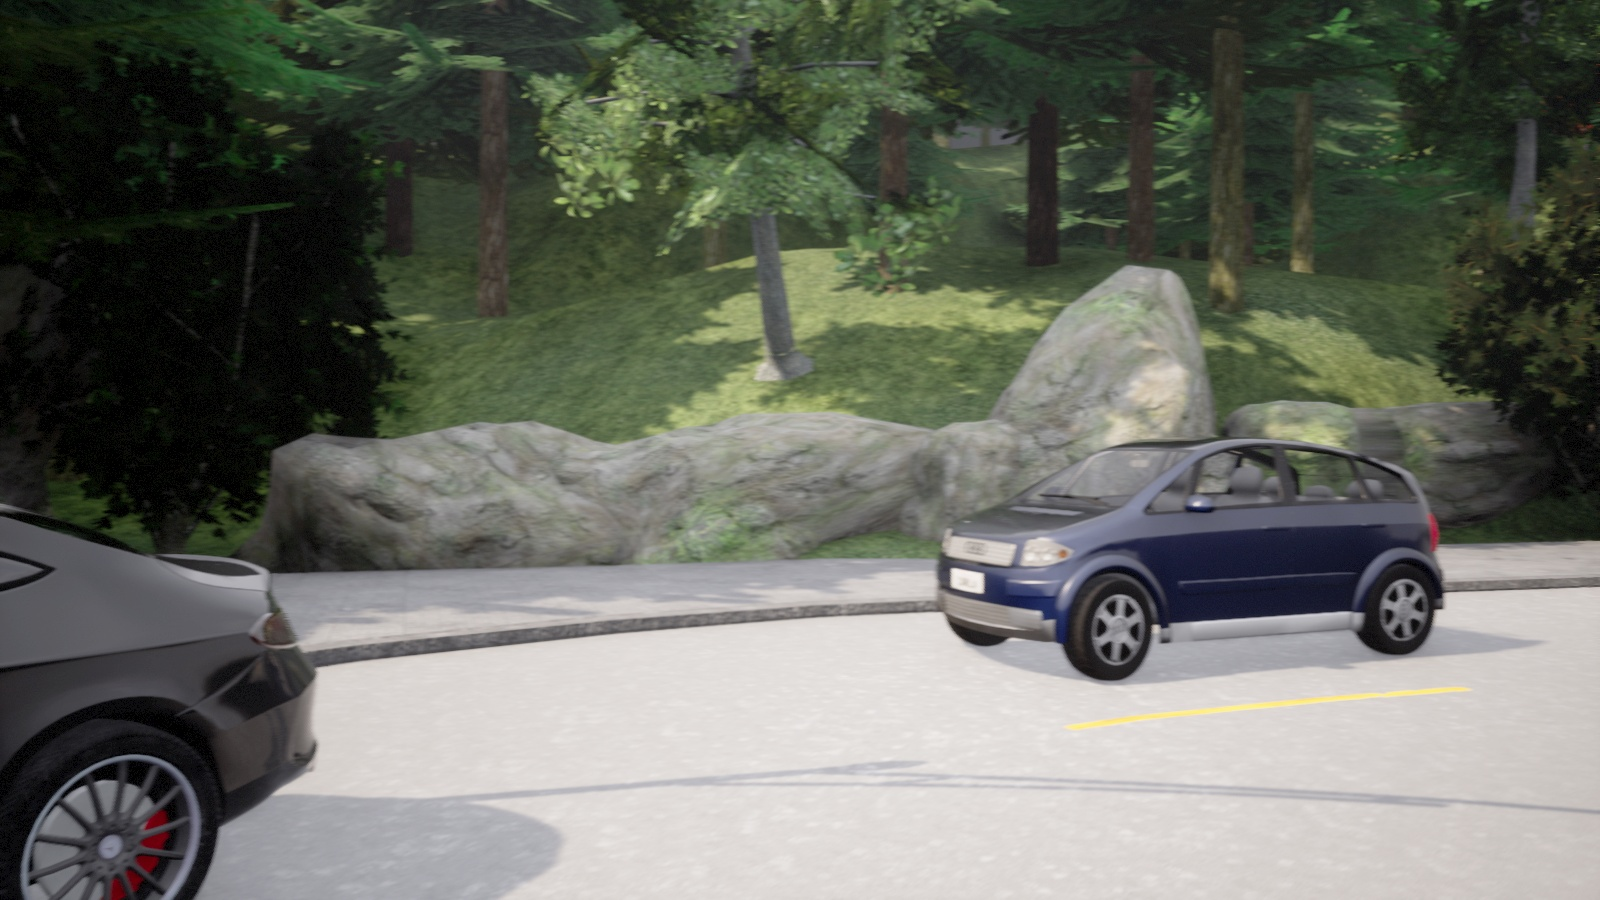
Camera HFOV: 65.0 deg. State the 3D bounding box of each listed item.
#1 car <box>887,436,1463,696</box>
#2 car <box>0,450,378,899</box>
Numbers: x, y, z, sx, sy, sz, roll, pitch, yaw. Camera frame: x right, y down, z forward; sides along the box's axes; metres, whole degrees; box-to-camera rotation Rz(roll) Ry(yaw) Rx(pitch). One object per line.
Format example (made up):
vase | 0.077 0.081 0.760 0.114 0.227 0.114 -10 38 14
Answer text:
car | 2.690 0.690 9.046 3.705 1.549 1.789 0 0 -25
car | -3.370 0.731 2.715 1.812 1.442 4.674 1 0 28
